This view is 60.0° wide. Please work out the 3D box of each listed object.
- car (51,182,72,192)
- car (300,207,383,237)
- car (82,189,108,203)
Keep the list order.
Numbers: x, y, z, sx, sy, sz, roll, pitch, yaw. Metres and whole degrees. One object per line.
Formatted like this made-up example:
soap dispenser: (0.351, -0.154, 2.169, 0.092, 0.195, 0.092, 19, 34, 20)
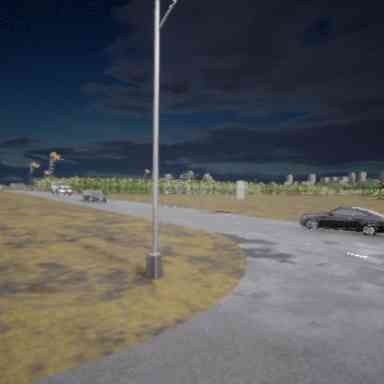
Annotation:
car: (-20.506, -0.592, 52.168, 2.150, 2.045, 5.566, 2, 0, -35)
car: (8.426, 1.529, 18.307, 4.674, 1.442, 1.812, 3, 2, 32)
car: (-11.490, 0.486, 39.180, 1.837, 1.490, 4.892, 2, 0, -35)
